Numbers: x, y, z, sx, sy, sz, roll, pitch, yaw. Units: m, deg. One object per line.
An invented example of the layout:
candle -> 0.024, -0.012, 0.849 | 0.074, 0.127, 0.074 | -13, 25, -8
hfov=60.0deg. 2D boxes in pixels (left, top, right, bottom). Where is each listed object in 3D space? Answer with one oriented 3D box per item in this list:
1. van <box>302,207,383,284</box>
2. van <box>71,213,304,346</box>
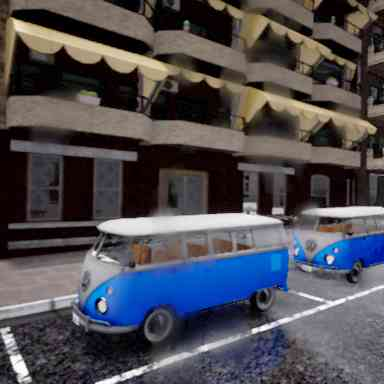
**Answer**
van -> 4.515, 1.331, 9.307 | 3.998, 1.788, 1.690 | 0, 1, -36
van -> 0.018, 1.338, 6.085 | 3.998, 1.788, 1.690 | 0, 2, -36
